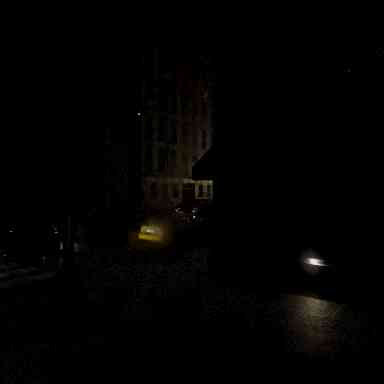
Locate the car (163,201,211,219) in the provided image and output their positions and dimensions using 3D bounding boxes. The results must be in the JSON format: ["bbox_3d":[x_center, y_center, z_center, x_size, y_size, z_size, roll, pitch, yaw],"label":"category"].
[{"bbox_3d":[-0.330,1.521,28.912,1.947,1.339,4.313,0,0,36],"label":"car"}]

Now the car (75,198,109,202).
[{"bbox_3d":[-6.931,1.282,19.670,2.192,1.841,5.009,0,0,36],"label":"car"}]

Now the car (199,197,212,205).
[{"bbox_3d":[2.896,1.314,19.618,2.192,1.841,5.009,0,0,36],"label":"car"}]

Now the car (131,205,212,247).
[{"bbox_3d":[-0.308,1.530,15.136,1.752,1.417,4.829,0,0,36],"label":"car"}]

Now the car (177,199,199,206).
[{"bbox_3d":[0.676,1.321,25.948,2.097,1.767,4.553,0,0,35],"label":"car"}]

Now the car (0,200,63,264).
[{"bbox_3d":[-7.080,1.222,10.288,5.566,2.045,2.150,0,2,-33],"label":"car"}]

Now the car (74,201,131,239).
[{"bbox_3d":[-5.159,1.457,17.779,1.882,1.535,5.008,0,0,34],"label":"car"}]
